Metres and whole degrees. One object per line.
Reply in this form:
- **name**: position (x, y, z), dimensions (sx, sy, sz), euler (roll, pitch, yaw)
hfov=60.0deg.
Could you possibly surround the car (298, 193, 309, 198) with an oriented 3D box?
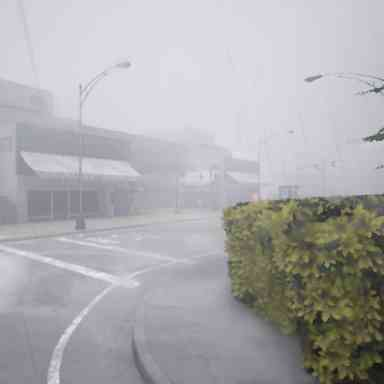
- **car**: position (25.218, 1.321, 78.132), dimensions (2.007, 1.523, 4.514), euler (0, 0, 37)

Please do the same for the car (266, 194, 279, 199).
- **car**: position (18.056, 1.256, 74.695), dimensions (1.970, 1.475, 3.806), euler (0, 0, 37)
